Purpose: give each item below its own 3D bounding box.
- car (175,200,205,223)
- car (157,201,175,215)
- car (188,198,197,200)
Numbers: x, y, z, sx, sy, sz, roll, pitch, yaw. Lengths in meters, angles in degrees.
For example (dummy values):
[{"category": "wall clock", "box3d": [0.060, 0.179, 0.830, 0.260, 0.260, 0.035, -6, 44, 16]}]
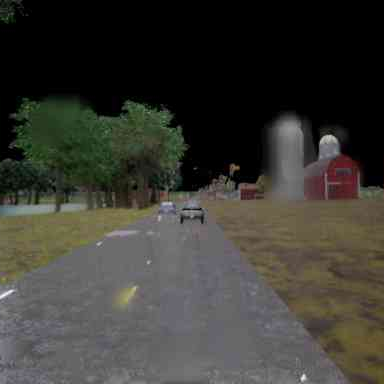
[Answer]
[{"category": "car", "box3d": [0.025, 1.640, 27.035, 2.128, 1.511, 4.902, 0, 0, 1]}, {"category": "car", "box3d": [-2.769, 1.788, 37.848, 1.812, 1.442, 4.674, 0, -1, 0]}, {"category": "car", "box3d": [0.077, 1.688, 44.547, 2.097, 1.767, 4.553, 0, -1, 0]}]
